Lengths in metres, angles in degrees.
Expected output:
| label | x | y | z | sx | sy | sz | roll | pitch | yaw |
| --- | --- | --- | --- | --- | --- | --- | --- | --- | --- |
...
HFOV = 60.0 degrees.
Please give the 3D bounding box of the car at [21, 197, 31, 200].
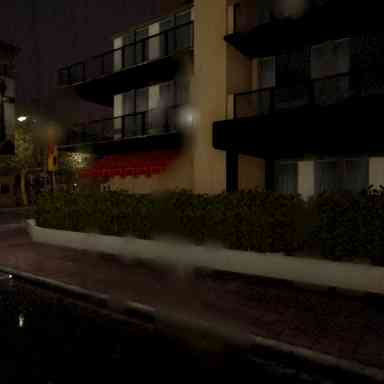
| label | x | y | z | sx | sy | sz | roll | pitch | yaw |
| --- | --- | --- | --- | --- | --- | --- | --- | --- | --- |
| car | -35.611 | 1.480 | 67.681 | 4.892 | 1.521 | 2.231 | 0 | 0 | 36 |
